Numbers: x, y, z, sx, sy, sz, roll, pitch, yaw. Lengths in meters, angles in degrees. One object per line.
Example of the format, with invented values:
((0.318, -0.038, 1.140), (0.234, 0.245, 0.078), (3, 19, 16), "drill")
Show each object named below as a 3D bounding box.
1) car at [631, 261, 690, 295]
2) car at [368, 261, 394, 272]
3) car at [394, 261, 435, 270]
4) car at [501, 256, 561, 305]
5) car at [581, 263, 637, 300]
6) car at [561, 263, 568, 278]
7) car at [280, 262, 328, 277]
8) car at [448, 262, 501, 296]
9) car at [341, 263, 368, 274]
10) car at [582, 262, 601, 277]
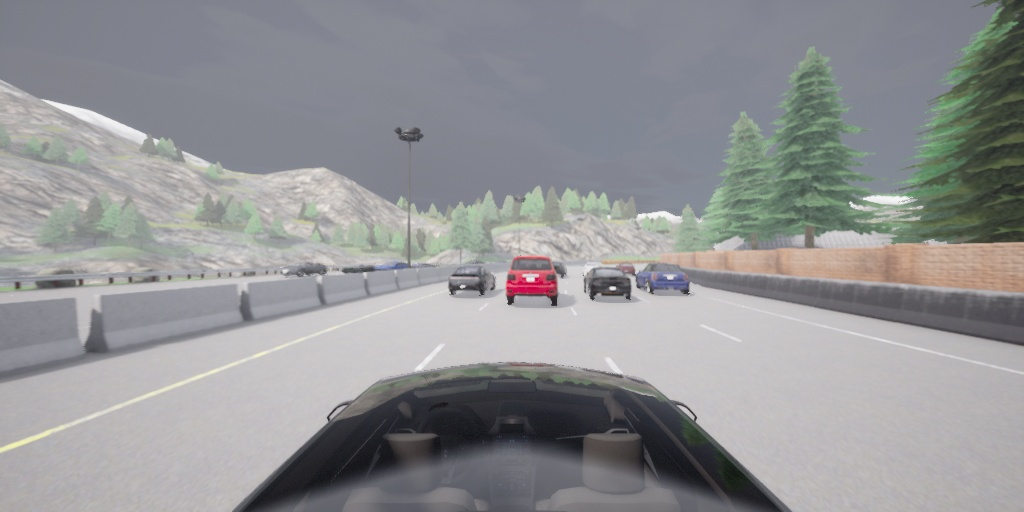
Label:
((8.638, 1.185, 20.999), (2.097, 1.767, 4.553), (0, 0, 8), "car")
((-13.033, 1.325, 39.134), (1.882, 1.535, 5.008), (0, 0, 13), "car")
((-9.802, 1.397, 37.756), (2.033, 1.411, 5.357), (0, 0, 13), "car")
((1.028, 1.024, 16.713), (2.150, 2.045, 5.566), (0, 0, 6), "car")
((4.739, 1.293, 18.298), (1.882, 1.535, 5.008), (0, 0, 7), "car")
((4.605, 1.383, 36.867), (1.837, 1.490, 4.892), (0, 0, 14), "car")
((-20.856, 1.313, 36.124), (2.128, 1.511, 4.902), (0, 0, 12), "car")
((-2.107, 1.298, 19.840), (2.128, 1.511, 4.902), (0, 0, 7), "car")
((-16.561, 1.442, 39.515), (1.895, 1.301, 4.718), (0, 0, 13), "car")
((8.605, 1.417, 38.473), (1.812, 1.442, 4.674), (0, 0, 14), "car")
